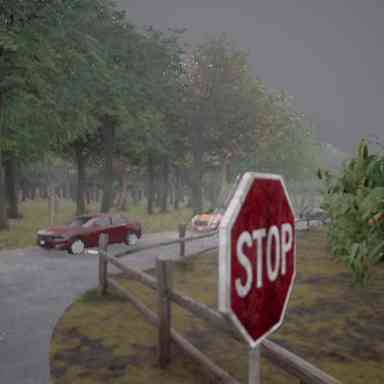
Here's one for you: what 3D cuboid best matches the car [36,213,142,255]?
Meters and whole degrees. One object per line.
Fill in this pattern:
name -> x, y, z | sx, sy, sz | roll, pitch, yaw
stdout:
car -> -4.329, 1.708, 14.733 | 1.882, 1.535, 5.008 | 0, -1, 33

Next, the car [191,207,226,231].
car -> 1.890, 1.843, 23.569 | 2.097, 1.767, 4.553 | 0, -1, 36

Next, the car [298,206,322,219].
car -> 14.543, 2.512, 40.646 | 1.837, 1.490, 4.892 | 0, -1, 37
